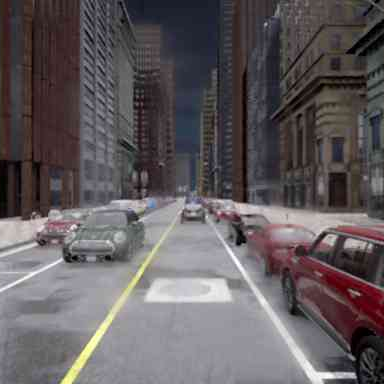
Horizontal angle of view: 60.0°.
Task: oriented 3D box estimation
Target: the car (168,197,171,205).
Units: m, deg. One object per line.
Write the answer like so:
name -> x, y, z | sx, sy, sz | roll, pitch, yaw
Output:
car -> -5.748, 2.141, 66.672 | 1.947, 1.339, 4.313 | 0, -1, 0

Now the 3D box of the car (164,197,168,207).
car -> -5.752, 1.791, 55.401 | 2.192, 1.841, 5.009 | 0, -1, 0

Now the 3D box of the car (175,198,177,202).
car -> -5.743, 2.308, 89.048 | 1.752, 1.417, 4.829 | 0, -1, 0

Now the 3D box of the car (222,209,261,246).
car -> 2.765, 1.701, 15.950 | 1.947, 1.339, 4.313 | 0, 0, 0

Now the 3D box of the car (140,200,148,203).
car -> -5.756, 1.802, 32.684 | 1.752, 1.417, 4.829 | 0, 0, 0

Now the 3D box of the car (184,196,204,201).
car -> 0.111, 1.608, 45.192 | 2.150, 2.045, 5.566 | 0, 0, 0

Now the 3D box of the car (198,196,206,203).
car -> 2.782, 2.153, 94.857 | 2.192, 1.841, 5.009 | 0, -1, 0

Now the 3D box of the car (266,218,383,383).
car -> 2.761, 1.355, 4.680 | 2.192, 1.841, 5.009 | 0, 0, 0

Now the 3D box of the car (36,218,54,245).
car -> -5.761, 1.575, 15.945 | 1.967, 1.590, 4.097 | 0, 0, 0

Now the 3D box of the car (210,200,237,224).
car -> 2.767, 1.670, 27.223 | 1.967, 1.590, 4.097 | 0, 0, 0

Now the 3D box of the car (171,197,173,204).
car -> -5.747, 2.177, 72.308 | 2.008, 1.369, 4.403 | 0, -1, 0

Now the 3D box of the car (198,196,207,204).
car -> 2.781, 2.099, 89.221 | 2.192, 1.841, 5.009 | 0, -1, 0

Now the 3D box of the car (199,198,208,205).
car -> 2.779, 2.118, 77.948 | 1.967, 1.590, 4.097 | 0, -1, 0

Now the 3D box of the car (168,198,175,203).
car -> -5.741, 2.420, 94.854 | 1.802, 1.307, 4.206 | 0, -1, 0

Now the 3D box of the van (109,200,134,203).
van -> -5.758, 1.571, 27.219 | 1.690, 1.788, 3.998 | 0, 0, 0

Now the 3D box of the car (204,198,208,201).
car -> 2.774, 2.058, 55.403 | 1.802, 1.307, 4.206 | 0, -1, 0

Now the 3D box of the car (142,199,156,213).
car -> -5.755, 1.877, 38.489 | 2.008, 1.369, 4.403 | 0, 0, 0

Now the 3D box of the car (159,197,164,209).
car -> -5.753, 1.866, 49.763 | 1.967, 1.590, 4.097 | 0, -1, 0

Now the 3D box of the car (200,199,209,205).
car -> 2.778, 2.208, 72.312 | 1.802, 1.307, 4.206 | 0, -1, 0

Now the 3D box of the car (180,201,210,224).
car -> 0.108, 1.734, 27.333 | 2.163, 1.488, 4.792 | 0, -1, 0

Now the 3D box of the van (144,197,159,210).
van -> -5.754, 1.717, 44.128 | 1.690, 1.788, 3.998 | 0, -1, 0

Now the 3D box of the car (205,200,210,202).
car -> 2.770, 1.892, 38.494 | 1.947, 1.339, 4.313 | 0, -1, 0

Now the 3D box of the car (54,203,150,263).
car -> -3.040, 1.457, 12.386 | 2.097, 1.767, 4.553 | 0, 0, 1

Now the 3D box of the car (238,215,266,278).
car -> 2.763, 1.632, 10.315 | 1.887, 1.381, 4.507 | 0, 0, 0
